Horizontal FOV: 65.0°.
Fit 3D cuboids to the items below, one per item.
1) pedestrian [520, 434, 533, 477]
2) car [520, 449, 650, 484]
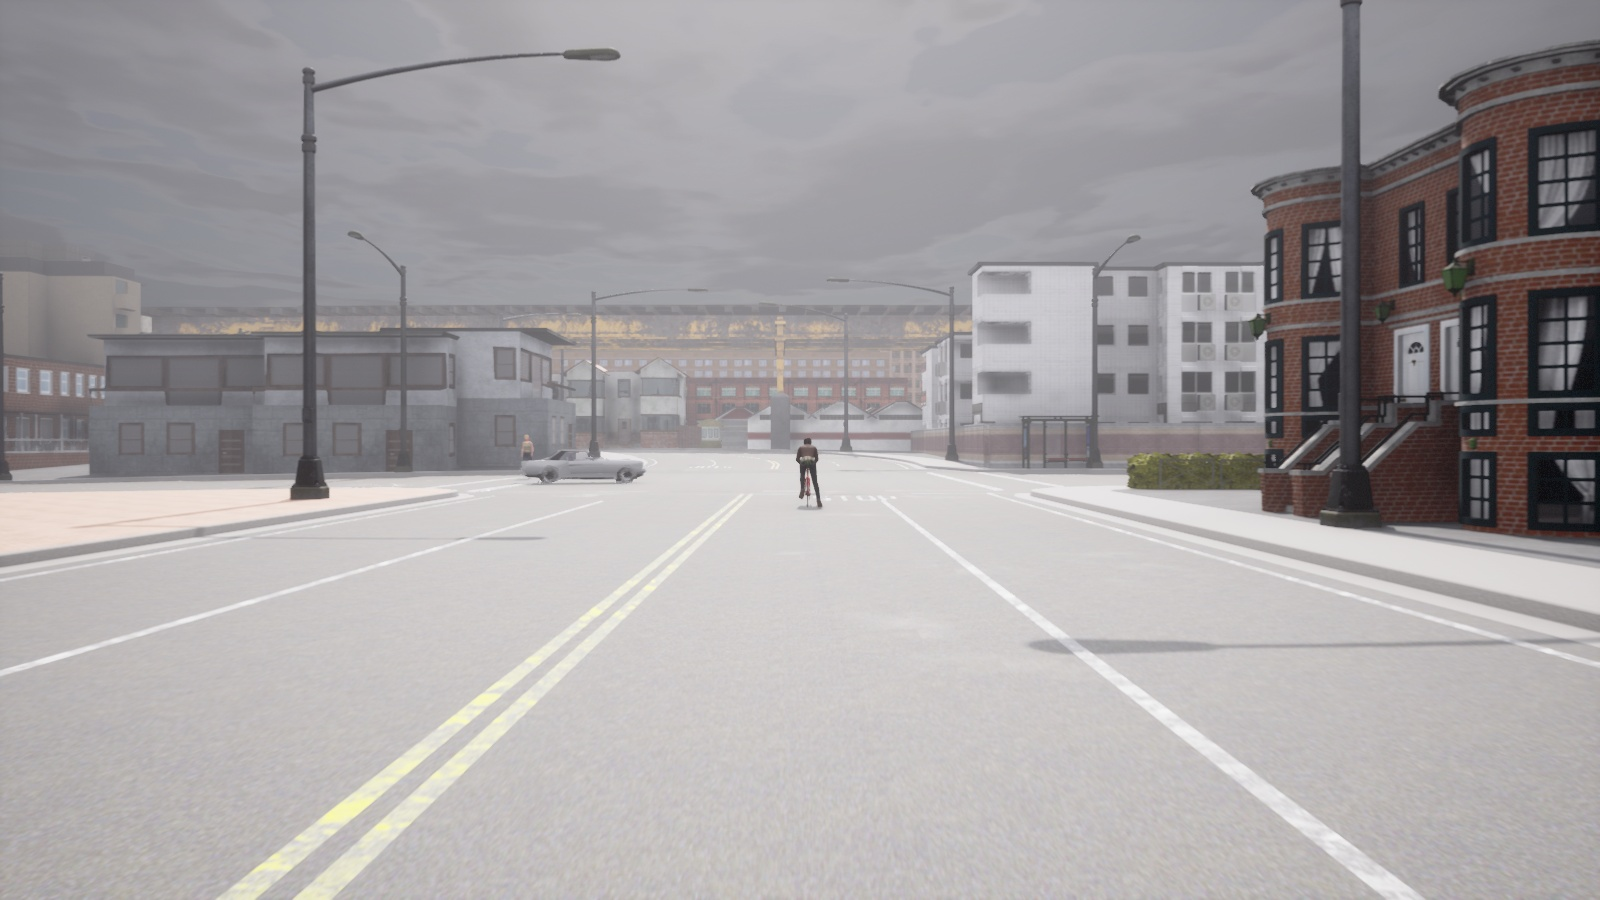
[{"bbox_3d":[-11.687,0.220,53.689,0.345,1.836,0.594,0,0,8],"label":"pedestrian"},{"bbox_3d":[-8.233,0.614,47.983,4.718,1.301,1.895,0,0,-15],"label":"car"}]
